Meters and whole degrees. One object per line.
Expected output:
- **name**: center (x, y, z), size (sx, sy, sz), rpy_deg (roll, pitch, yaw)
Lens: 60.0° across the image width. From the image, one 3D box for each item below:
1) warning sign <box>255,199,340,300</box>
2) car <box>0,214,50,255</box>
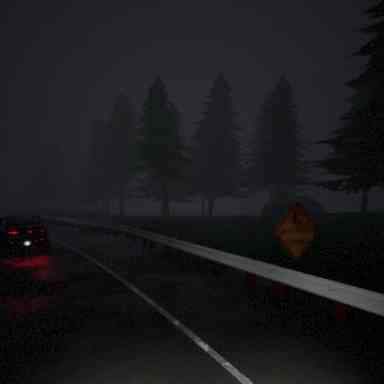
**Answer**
- **warning sign**: center (2.214, 1.101, 7.058), size (1.300, 1.860, 1.060), rpy_deg (-1, 0, -27)
- **car**: center (-7.606, 1.714, 14.651), size (1.837, 1.490, 4.892), rpy_deg (-1, 0, -34)
